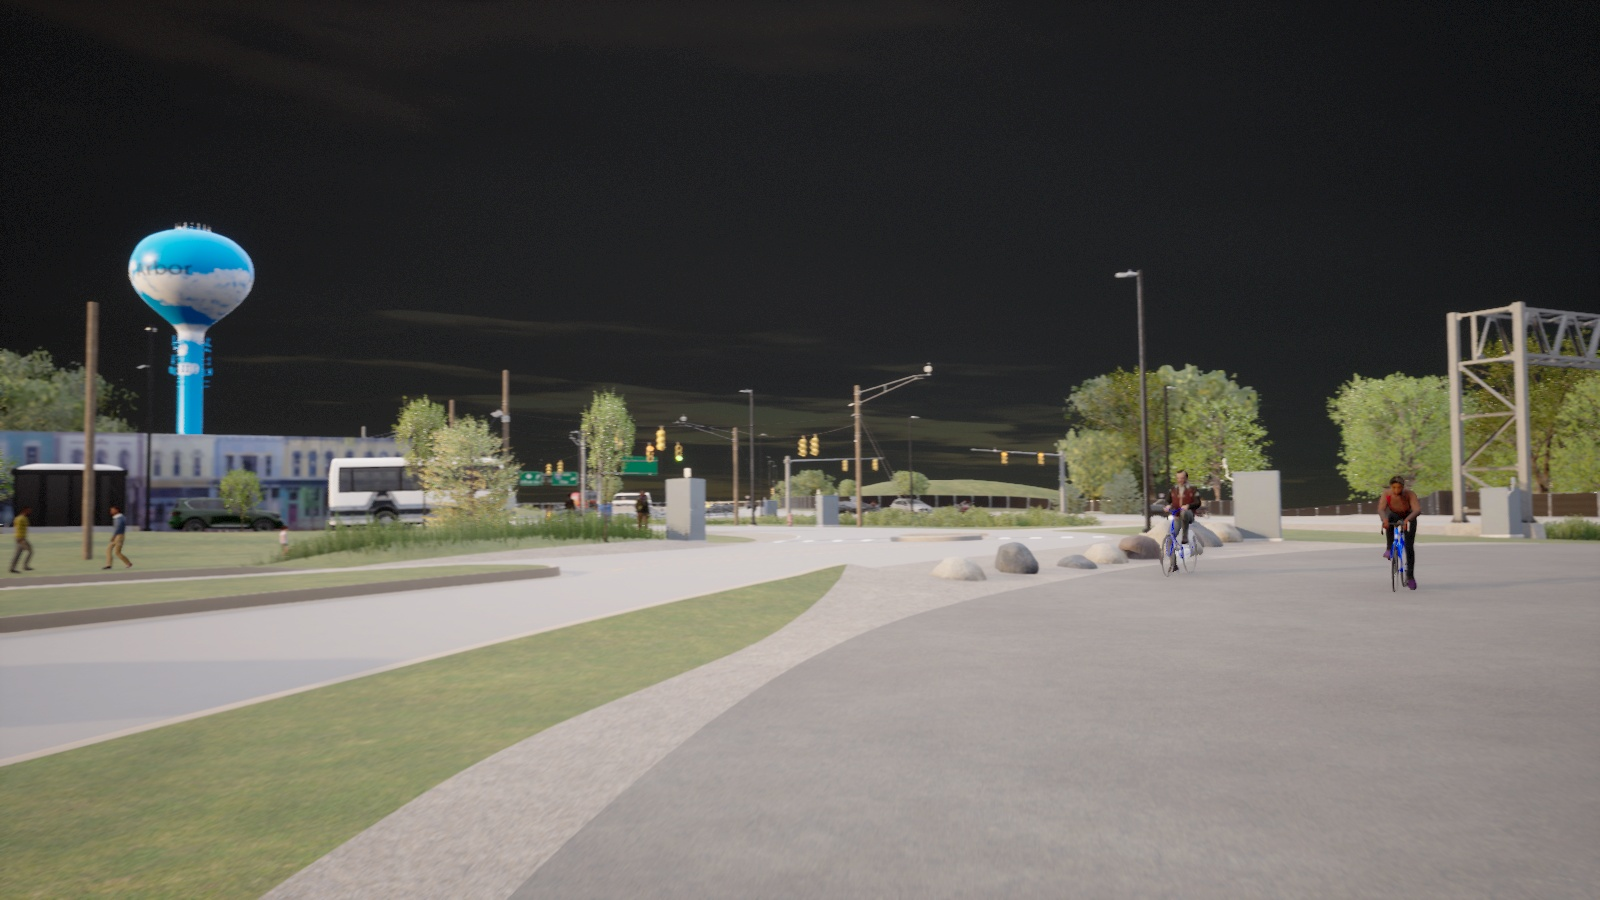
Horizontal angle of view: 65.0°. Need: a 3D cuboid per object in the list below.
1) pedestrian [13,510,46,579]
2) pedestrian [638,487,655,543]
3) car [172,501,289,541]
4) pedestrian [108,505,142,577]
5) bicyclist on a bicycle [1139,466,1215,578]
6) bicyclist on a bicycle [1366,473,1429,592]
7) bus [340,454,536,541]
[{"bbox_3d":[-21.002,2.579,34.243,0.709,1.840,0.431,1,-4,-30],"label":"pedestrian"},{"bbox_3d":[-5.305,2.260,43.463,0.395,1.930,0.692,0,-4,-21],"label":"pedestrian"},{"bbox_3d":[-30.281,3.775,66.824,5.566,2.045,2.150,1,-4,-27],"label":"car"},{"bbox_3d":[-18.635,2.501,34.669,0.788,1.949,0.423,1,-4,-29],"label":"pedestrian"},{"bbox_3d":[6.294,1.167,20.902,0.659,1.776,1.843,-2,-2,35],"label":"bicyclist on a bicycle"},{"bbox_3d":[8.508,1.135,17.850,0.582,1.620,1.656,-1,-2,32],"label":"bicyclist on a bicycle"},{"bbox_3d":[-20.476,2.674,70.952,10.273,4.253,3.944,-1,-5,-20],"label":"bus"}]
